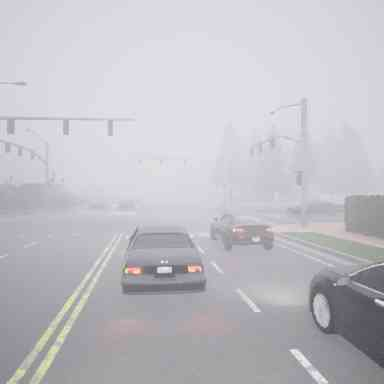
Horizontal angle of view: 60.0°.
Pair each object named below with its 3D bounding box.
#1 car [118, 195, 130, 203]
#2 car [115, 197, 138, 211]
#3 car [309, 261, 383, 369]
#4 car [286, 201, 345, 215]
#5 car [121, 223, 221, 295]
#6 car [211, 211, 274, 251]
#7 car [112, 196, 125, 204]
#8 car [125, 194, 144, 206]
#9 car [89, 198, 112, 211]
[{"bbox_3d":[-14.900,1.525,72.669,2.128,1.511,4.902,0,0,-6],"label":"car"},{"bbox_3d":[-8.052,1.601,41.241,1.895,1.301,4.718,0,0,-6],"label":"car"},{"bbox_3d":[3.077,1.504,3.899,1.837,1.490,4.892,0,0,-4],"label":"car"},{"bbox_3d":[12.062,1.547,32.511,5.357,1.411,2.033,0,0,-5],"label":"car"},{"bbox_3d":[-0.838,1.547,8.896,2.033,1.411,5.357,0,0,-7],"label":"car"},{"bbox_3d":[2.005,1.526,14.158,1.812,1.442,4.674,0,0,-7],"label":"car"},{"bbox_3d":[-13.365,1.563,57.922,1.994,1.385,4.181,0,0,-6],"label":"car"},{"bbox_3d":[-9.650,1.490,56.053,2.128,1.511,4.902,0,0,-6],"label":"car"},{"bbox_3d":[-11.628,1.477,41.779,1.882,1.535,5.008,0,0,-6],"label":"car"}]
